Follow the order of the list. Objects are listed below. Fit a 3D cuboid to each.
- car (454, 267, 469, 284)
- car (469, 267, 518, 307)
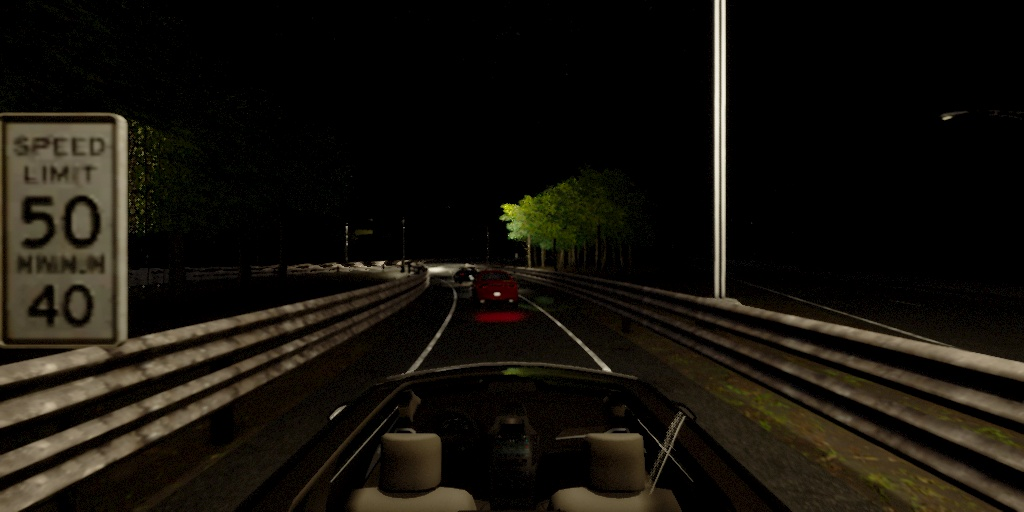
[{"bbox_3d":[-3.964,1.677,31.762,1.994,1.385,4.181,0,-1,-16],"label":"car"},{"bbox_3d":[-0.911,1.400,16.787,1.882,1.535,5.008,0,0,-7],"label":"car"}]
